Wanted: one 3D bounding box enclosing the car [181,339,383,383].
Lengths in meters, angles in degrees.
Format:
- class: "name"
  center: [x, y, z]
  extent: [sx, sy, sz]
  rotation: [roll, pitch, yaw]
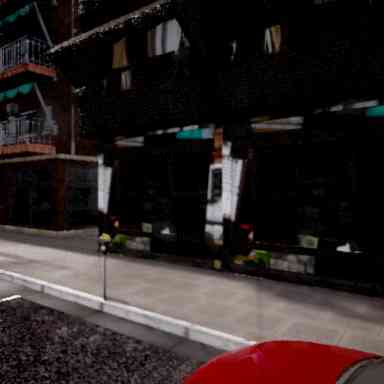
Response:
- class: "car"
  center: [1.853, 1.547, 1.553]
  extent: [4.507, 1.381, 1.887]
  rotation: [0, 0, 36]
